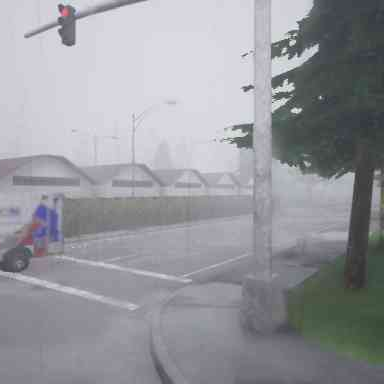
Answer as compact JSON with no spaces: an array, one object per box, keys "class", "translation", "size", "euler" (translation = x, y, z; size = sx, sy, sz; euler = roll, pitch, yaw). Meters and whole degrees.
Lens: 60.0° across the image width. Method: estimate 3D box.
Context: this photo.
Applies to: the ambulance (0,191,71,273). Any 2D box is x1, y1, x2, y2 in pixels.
[{"class":"ambulance","translation":[-6.858,1.184,9.451],"size":[2.351,2.431,6.366],"euler":[0,-1,36]}]
